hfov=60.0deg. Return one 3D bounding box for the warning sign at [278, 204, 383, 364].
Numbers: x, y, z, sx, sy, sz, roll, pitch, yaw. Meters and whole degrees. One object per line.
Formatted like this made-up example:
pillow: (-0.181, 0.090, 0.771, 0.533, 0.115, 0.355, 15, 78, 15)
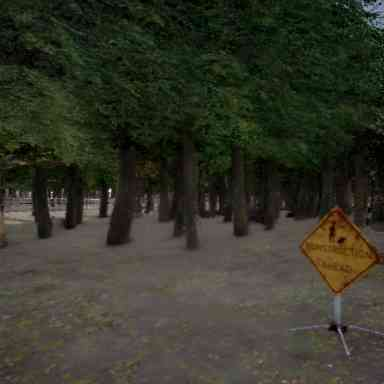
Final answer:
warning sign: (2.117, 1.133, 4.825, 1.060, 1.860, 1.300, 0, 0, -35)
